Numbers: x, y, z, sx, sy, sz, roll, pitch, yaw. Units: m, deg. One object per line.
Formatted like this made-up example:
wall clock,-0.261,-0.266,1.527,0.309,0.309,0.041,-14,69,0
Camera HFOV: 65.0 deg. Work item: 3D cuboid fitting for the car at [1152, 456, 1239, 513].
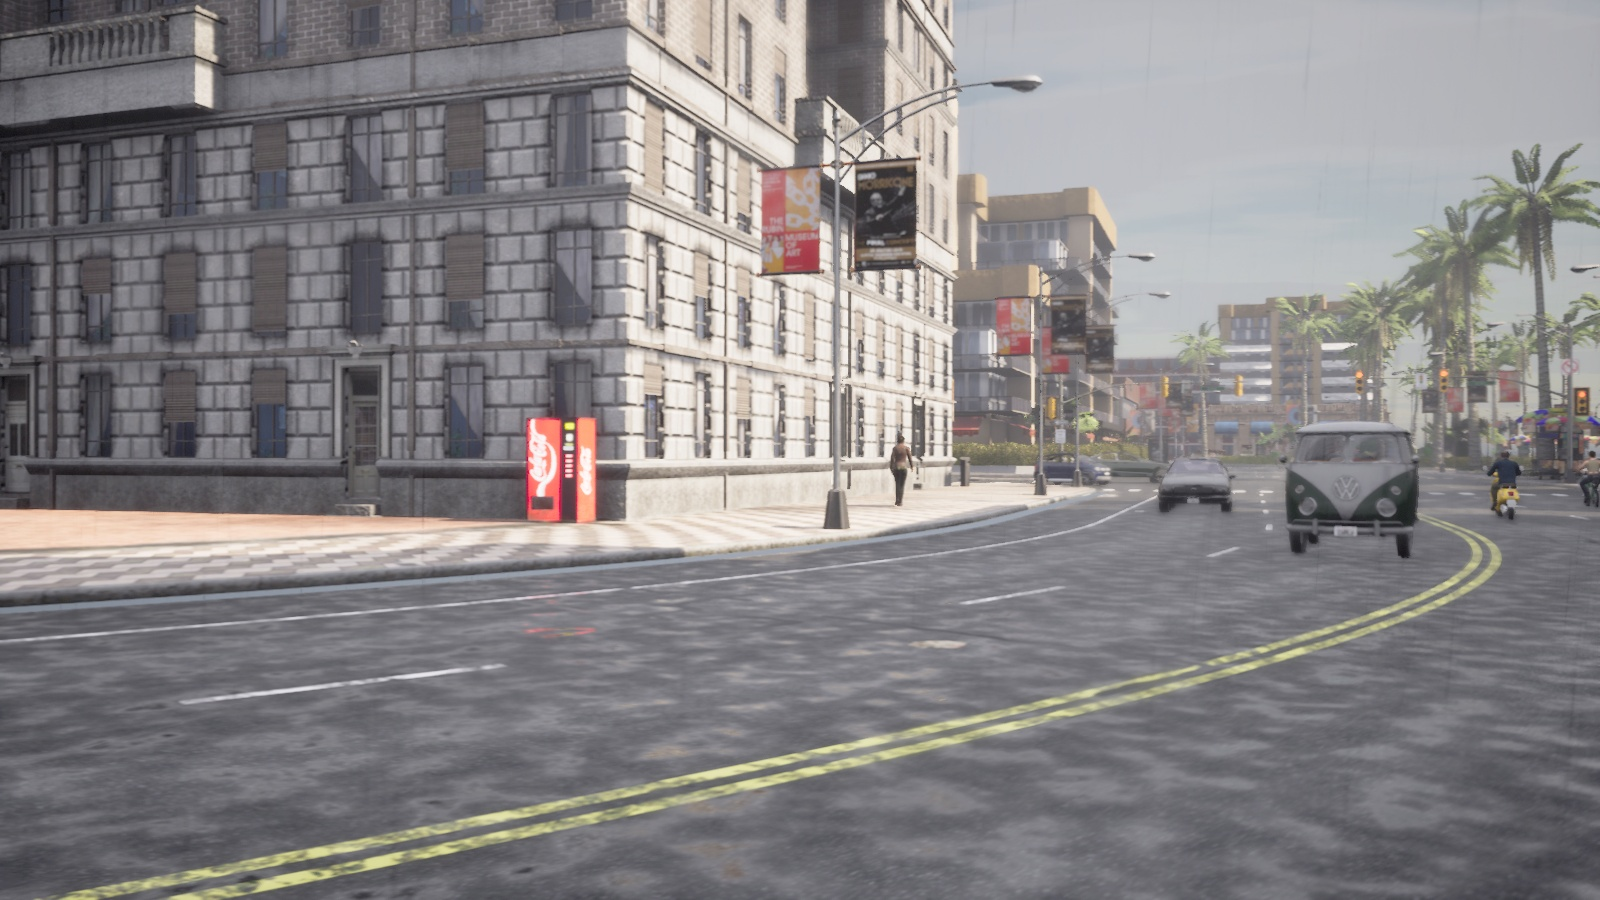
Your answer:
car,10.878,0.872,34.311,2.033,1.411,5.357,0,0,20

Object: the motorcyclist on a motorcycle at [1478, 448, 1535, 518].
motorcyclist on a motorcycle,16.584,0.748,29.518,0.866,1.590,1.817,0,0,20

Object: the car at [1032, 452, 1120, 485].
car,13.201,0.878,60.110,3.705,1.549,1.789,0,-1,44

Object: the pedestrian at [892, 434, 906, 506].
pedestrian,2.515,0.495,31.808,0.328,1.805,0.869,0,0,6

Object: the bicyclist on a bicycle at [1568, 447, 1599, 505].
bicyclist on a bicycle,22.600,0.735,35.820,0.866,1.612,1.509,0,0,19

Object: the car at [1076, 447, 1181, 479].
car,17.058,0.685,65.433,5.027,1.651,2.152,0,0,6

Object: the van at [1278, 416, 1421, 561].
van,8.680,0.537,19.643,1.775,1.987,4.442,0,0,27
